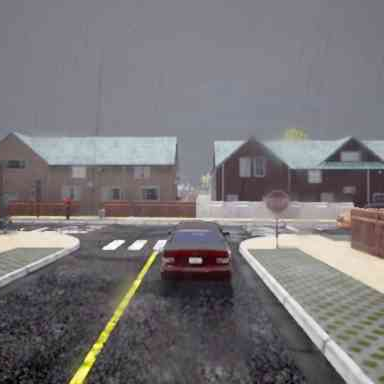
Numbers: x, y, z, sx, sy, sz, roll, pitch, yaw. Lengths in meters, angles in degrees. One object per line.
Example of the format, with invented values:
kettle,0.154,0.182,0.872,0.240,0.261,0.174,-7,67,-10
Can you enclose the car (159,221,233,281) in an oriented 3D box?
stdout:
car,0.192,1.581,9.921,2.033,1.411,5.357,0,0,3

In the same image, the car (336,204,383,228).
car,11.868,1.552,21.685,4.553,1.767,2.097,1,0,1

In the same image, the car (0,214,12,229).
car,-12.909,1.475,19.223,4.674,1.442,1.812,1,0,4

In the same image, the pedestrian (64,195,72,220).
pedestrian,-9.368,1.137,25.072,0.375,1.860,0.375,0,-1,1
